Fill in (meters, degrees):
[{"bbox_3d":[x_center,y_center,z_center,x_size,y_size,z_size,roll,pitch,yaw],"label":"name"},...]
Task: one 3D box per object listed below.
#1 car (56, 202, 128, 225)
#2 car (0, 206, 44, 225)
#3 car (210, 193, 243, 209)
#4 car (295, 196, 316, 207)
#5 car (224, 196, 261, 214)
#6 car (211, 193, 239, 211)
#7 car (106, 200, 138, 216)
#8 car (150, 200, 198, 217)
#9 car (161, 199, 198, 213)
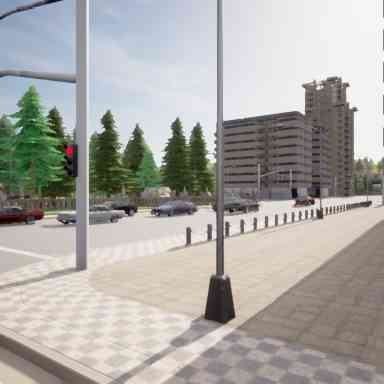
[{"bbox_3d":[-7.156,1.601,23.734,1.895,1.301,4.718,0,0,35],"label":"car"},{"bbox_3d":[-12.580,1.601,22.230,1.895,1.301,4.718,0,0,37],"label":"car"},{"bbox_3d":[4.891,1.221,46.629,2.150,2.045,5.566,0,0,36],"label":"car"},{"bbox_3d":[18.015,1.352,52.735,2.097,1.767,4.553,0,0,35],"label":"car"},{"bbox_3d":[5.660,1.505,35.367,1.837,1.490,4.892,0,0,35],"label":"car"},{"bbox_3d":[4.246,1.352,39.734,2.097,1.767,4.553,0,0,36],"label":"car"},{"bbox_3d":[-7.099,1.478,29.852,1.882,1.535,5.008,0,0,36],"label":"car"},{"bbox_3d":[-1.558,1.547,31.595,2.033,1.411,5.357,0,0,36],"label":"car"},{"bbox_3d":[-1.356,1.564,37.924,1.994,1.385,4.181,0,0,35],"label":"car"}]
